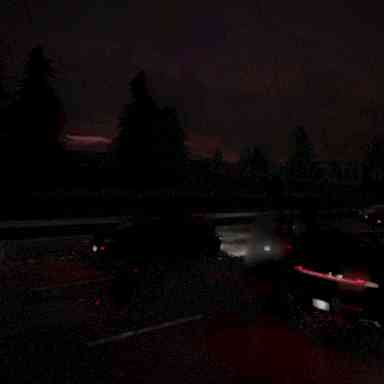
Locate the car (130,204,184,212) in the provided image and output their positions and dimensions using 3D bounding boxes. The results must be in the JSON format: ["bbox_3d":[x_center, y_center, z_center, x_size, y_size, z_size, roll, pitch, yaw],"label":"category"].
[{"bbox_3d":[-1.091,1.431,15.860,4.553,1.767,2.097,1,0,-35],"label":"car"}]

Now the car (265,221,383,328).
[{"bbox_3d":[3.981,1.558,6.583,4.902,1.511,2.128,1,0,-35],"label":"car"}]

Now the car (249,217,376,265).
[{"bbox_3d":[3.827,1.652,10.770,4.181,1.385,1.994,1,0,-35],"label":"car"}]

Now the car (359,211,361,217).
[{"bbox_3d":[15.815,1.802,27.928,4.674,1.442,1.812,1,0,-36],"label":"car"}]

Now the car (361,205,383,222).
[{"bbox_3d":[13.615,1.704,22.046,5.008,1.535,1.882,1,0,-35],"label":"car"}]

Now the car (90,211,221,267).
[{"bbox_3d":[-1.111,1.580,11.548,4.674,1.442,1.812,1,0,-35],"label":"car"}]
